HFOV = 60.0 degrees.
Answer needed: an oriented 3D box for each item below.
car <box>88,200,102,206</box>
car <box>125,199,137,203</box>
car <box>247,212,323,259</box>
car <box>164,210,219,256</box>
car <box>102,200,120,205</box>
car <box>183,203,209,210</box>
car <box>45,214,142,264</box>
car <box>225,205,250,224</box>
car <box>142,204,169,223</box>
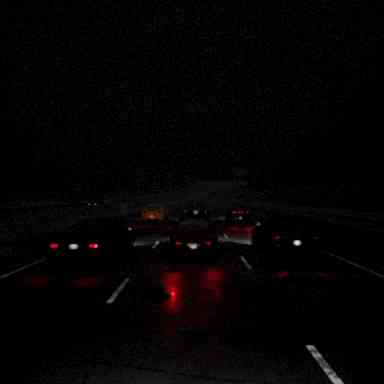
[{"bbox_3d":[-19.171,2.340,66.739,1.837,1.490,4.892,0,-1,3],"label":"car"},{"bbox_3d":[-12.174,2.198,66.532,2.097,1.767,4.553,0,-1,3],"label":"car"},{"bbox_3d":[3.590,1.705,13.218,1.994,1.385,4.181,0,-1,1],"label":"car"},{"bbox_3d":[0.099,1.669,13.598,1.812,1.442,4.674,0,0,1],"label":"car"},{"bbox_3d":[-15.676,2.381,66.551,2.033,1.411,5.357,0,-1,3],"label":"car"},{"bbox_3d":[0.342,1.684,28.010,2.097,1.767,4.553,0,-1,2],"label":"car"},{"bbox_3d":[-3.437,1.675,12.257,2.033,1.411,5.357,0,-1,1],"label":"car"},{"bbox_3d":[3.843,1.828,28.035,2.128,1.511,4.902,0,-1,2],"label":"car"},{"bbox_3d":[-3.130,1.821,28.902,1.882,1.535,5.008,0,-1,2],"label":"car"}]
